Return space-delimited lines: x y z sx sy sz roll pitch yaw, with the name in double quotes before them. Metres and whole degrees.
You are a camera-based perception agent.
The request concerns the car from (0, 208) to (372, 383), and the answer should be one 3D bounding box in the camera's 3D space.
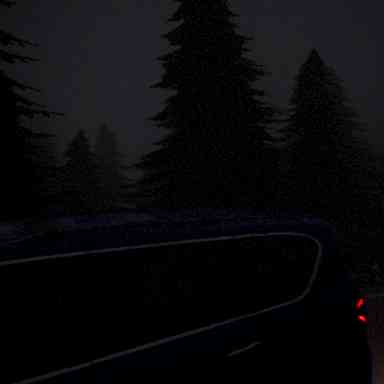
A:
"car" -1.072 1.202 2.413 5.566 2.045 2.150 0 0 -31
